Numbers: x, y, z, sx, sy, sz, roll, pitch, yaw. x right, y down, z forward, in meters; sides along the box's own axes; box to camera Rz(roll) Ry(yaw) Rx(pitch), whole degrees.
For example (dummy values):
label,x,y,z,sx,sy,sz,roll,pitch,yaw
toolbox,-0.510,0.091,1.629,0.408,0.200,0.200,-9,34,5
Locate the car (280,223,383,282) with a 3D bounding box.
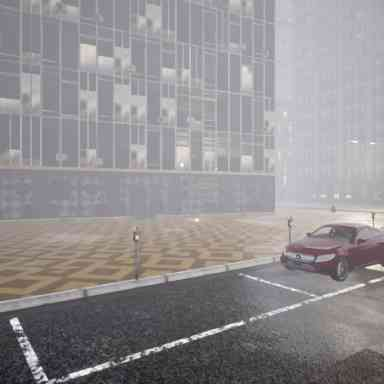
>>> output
label,x,y,z,sx,sy,sz,roll,pitch,yaw
car,4.404,1.579,9.712,4.206,1.307,1.802,0,0,-36
